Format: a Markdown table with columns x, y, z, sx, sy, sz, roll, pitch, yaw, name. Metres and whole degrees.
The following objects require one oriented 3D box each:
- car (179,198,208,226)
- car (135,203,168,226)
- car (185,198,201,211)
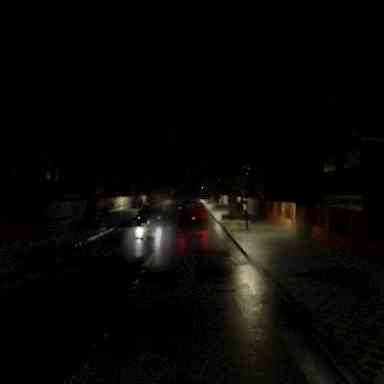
| x | y | z | sx | sy | sz | roll | pitch | yaw | name |
| --- | --- | --- | --- | --- | --- | --- | --- | --- | --- |
| 0.097 | 1.463 | 23.012 | 1.882 | 1.535 | 5.008 | 0 | 0 | 0 | car |
| -2.754 | 1.533 | 23.802 | 2.033 | 1.411 | 5.357 | 0 | 0 | 0 | car |
| 0.090 | 1.498 | 41.323 | 1.812 | 1.442 | 4.674 | 0 | 0 | 0 | car |
